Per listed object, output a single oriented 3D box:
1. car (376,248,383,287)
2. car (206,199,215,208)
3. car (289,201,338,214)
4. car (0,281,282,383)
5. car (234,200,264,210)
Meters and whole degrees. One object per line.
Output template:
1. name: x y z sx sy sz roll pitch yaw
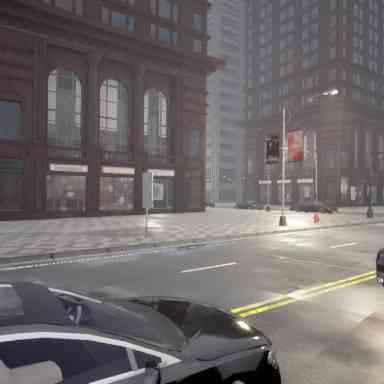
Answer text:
1. car: 6.227 1.515 7.874 4.892 1.490 1.837 0 0 -35
2. car: 1.690 1.746 53.780 1.882 1.535 5.008 1 -1 -35
3. car: 13.478 1.723 37.188 2.033 1.411 5.357 1 -1 -35
4. car: -1.387 1.492 2.450 4.902 1.511 2.128 0 0 -36
5. car: 7.720 1.785 45.289 1.994 1.385 4.181 1 -1 -35
